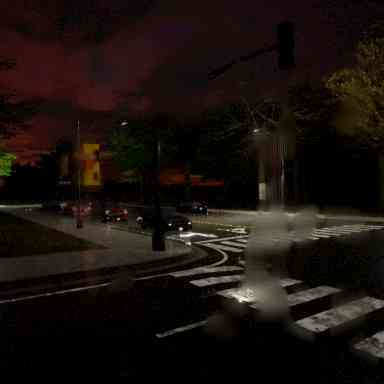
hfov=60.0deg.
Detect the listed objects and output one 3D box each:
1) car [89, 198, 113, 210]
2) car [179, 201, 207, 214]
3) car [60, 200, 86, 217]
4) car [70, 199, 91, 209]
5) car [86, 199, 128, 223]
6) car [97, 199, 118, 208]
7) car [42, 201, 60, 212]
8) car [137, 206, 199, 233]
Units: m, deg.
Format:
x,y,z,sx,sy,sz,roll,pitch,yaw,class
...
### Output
x,y,z,sx,sy,sz,roll,pitch,yaw,class
-13.791,1.783,50.392,2.097,1.767,4.553,-1,0,-35,car
-0.186,1.743,36.749,1.994,1.385,4.181,-1,0,-35,car
-13.087,1.812,37.837,2.097,1.767,4.553,-1,0,-35,car
-19.656,2.079,58.701,2.033,1.411,5.357,-1,0,-35,car
-7.475,1.717,29.819,2.097,1.767,4.553,-1,0,-35,car
-14.492,1.929,57.085,1.837,1.490,4.892,-1,1,-35,car
-20.538,2.064,48.603,1.882,1.535,5.008,-1,0,-35,car
-1.975,1.820,22.069,2.033,1.411,5.357,-1,0,-29,car
